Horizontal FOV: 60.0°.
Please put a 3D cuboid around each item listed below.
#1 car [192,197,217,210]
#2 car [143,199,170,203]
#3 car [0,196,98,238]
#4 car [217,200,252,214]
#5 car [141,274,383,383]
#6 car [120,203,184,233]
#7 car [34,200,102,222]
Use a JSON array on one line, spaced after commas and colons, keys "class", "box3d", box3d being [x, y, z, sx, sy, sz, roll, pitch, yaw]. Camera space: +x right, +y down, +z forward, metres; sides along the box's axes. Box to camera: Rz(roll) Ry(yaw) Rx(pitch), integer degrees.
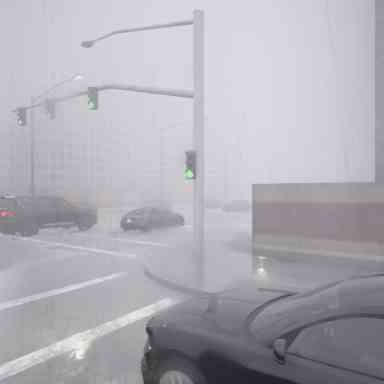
[{"class": "car", "box3d": [1.997, 1.478, 44.022, 1.882, 1.535, 5.008, 0, 0, 36]}, {"class": "car", "box3d": [-4.172, 1.505, 35.566, 1.837, 1.490, 4.892, 0, 0, 36]}, {"class": "car", "box3d": [-7.886, 1.221, 18.096, 2.150, 2.045, 5.566, 0, 0, 35]}, {"class": "car", "box3d": [5.294, 1.547, 36.338, 2.033, 1.411, 5.357, 0, 0, 36]}, {"class": "car", "box3d": [1.741, 1.478, 2.764, 5.008, 1.535, 1.882, 0, 0, 37]}, {"class": "car", "box3d": [-2.287, 1.564, 19.928, 1.994, 1.385, 4.181, 0, 0, 36]}, {"class": "car", "box3d": [-10.099, 1.492, 27.428, 2.128, 1.511, 4.902, 0, 0, 34]}]
